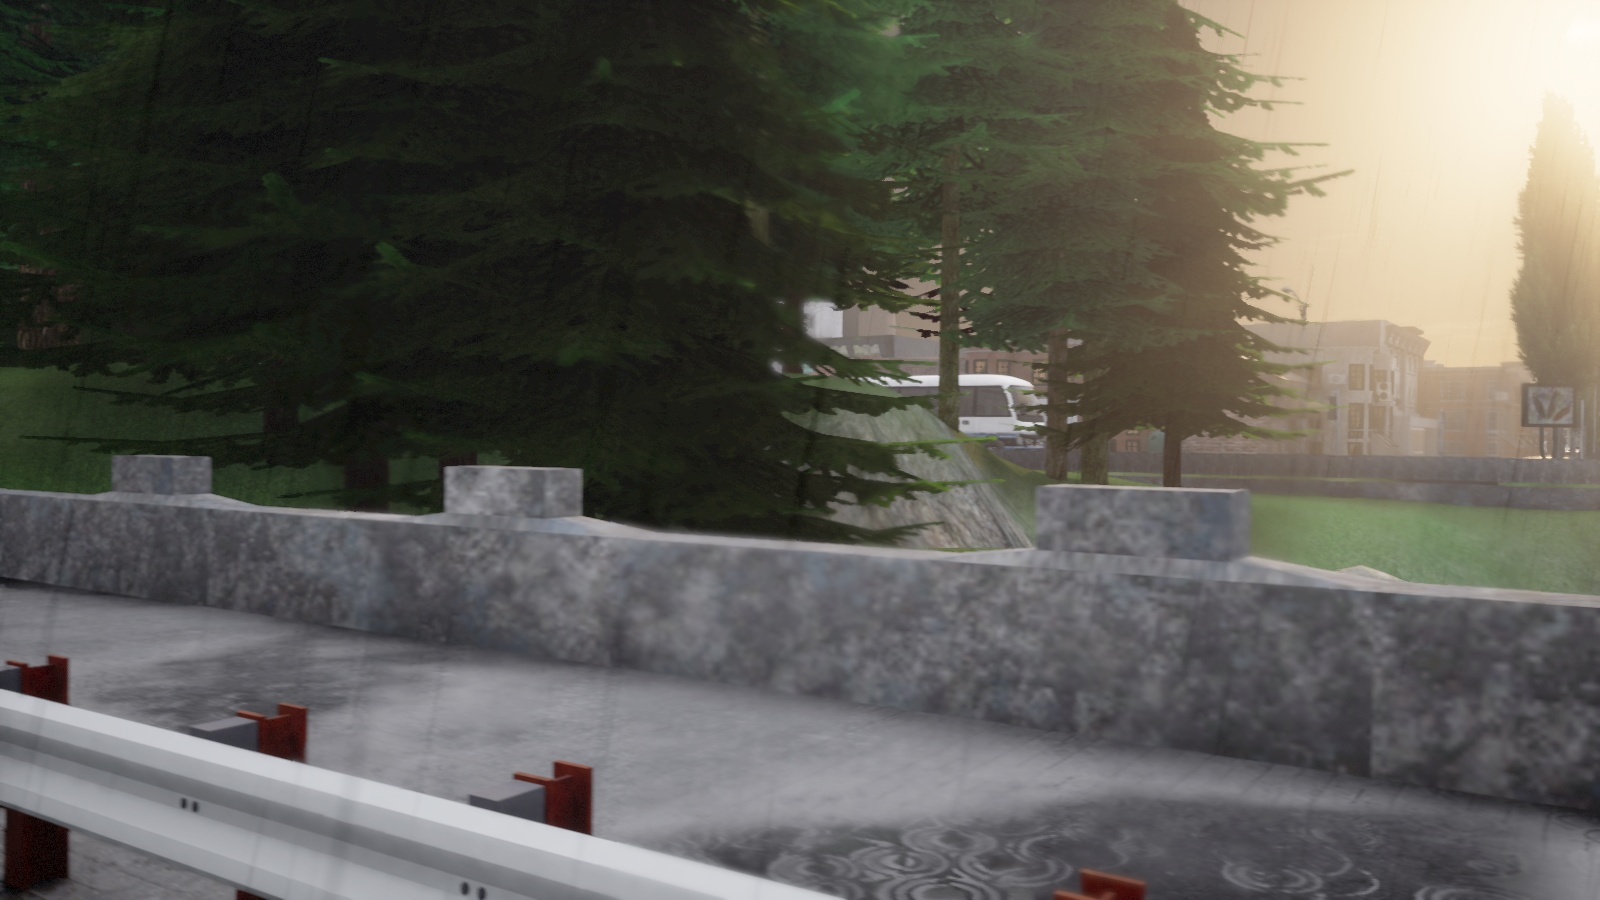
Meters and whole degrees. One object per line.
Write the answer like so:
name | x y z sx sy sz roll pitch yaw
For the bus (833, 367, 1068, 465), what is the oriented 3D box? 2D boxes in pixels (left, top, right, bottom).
bus | 6.977 -1.514 59.053 10.273 4.253 3.944 0 1 34
